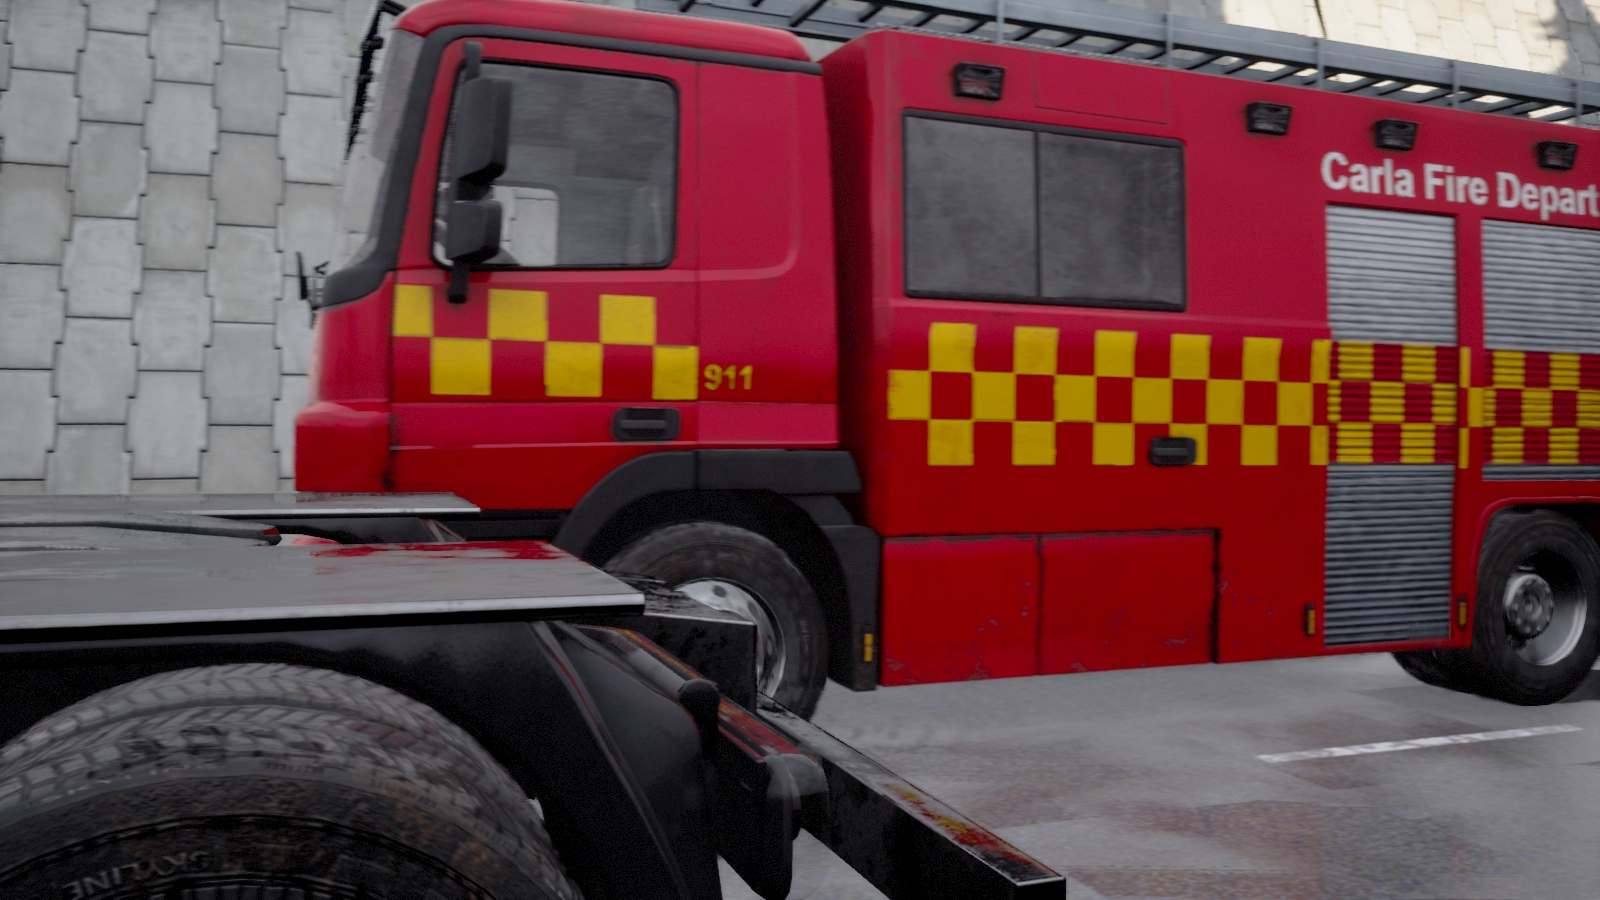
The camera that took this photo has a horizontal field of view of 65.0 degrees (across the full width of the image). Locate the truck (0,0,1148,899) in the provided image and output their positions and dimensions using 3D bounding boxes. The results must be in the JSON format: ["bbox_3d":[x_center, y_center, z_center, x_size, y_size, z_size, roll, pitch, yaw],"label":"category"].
[{"bbox_3d":[-3.708,-0.174,1.820,7.936,3.462,2.891,-1,1,-21],"label":"truck"}]

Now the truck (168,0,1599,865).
[{"bbox_3d":[1.169,-0.500,7.391,8.468,3.827,2.891,-1,1,-21],"label":"truck"}]
